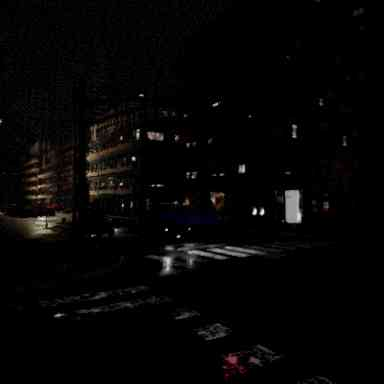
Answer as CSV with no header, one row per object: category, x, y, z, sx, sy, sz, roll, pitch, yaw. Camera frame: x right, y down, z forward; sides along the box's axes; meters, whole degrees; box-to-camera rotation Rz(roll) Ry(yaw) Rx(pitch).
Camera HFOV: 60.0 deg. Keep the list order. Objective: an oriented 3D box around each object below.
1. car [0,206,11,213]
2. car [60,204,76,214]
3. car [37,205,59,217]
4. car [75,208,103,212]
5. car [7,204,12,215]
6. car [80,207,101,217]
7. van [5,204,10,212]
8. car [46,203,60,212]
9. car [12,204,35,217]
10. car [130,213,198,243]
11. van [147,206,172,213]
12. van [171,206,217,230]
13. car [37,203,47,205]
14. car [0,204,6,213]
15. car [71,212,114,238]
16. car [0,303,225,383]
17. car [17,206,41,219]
car,-41.159,3.751,73.248,2.008,1.369,4.403,0,-1,-34
car,-21.740,3.244,59.506,1.752,1.417,4.829,0,-1,-34
car,-21.366,3.002,48.801,1.994,1.385,4.181,1,-2,-34
car,-8.681,2.390,29.908,1.812,1.442,4.674,1,-2,-34
car,-28.576,3.187,54.714,2.008,1.369,4.403,0,-1,-34
car,-15.369,3.015,50.086,1.802,1.307,4.206,0,-1,-34
van,-31.717,3.119,59.357,1.690,1.788,3.998,0,-1,-34
car,-27.923,3.312,68.647,2.192,1.841,5.009,0,-1,-34
car,-25.440,2.936,50.077,1.967,1.590,4.097,0,-1,-34
car,-1.941,2.162,19.904,1.895,1.301,4.718,1,-2,-34
van,-2.824,2.211,31.534,1.690,1.788,3.998,0,-1,-34
van,0.313,2.071,26.894,1.690,1.788,3.998,0,-1,-34
car,-34.198,3.594,77.925,2.192,1.841,5.009,0,-1,-34
car,-38.011,3.375,68.623,2.192,1.841,5.009,0,-1,-34
car,-6.614,2.233,22.240,1.802,1.307,4.206,0,-1,-34
car,-2.211,1.574,1.949,5.357,1.411,2.033,1,-1,-33
car,-22.301,2.937,45.436,1.802,1.307,4.206,0,-1,-34
